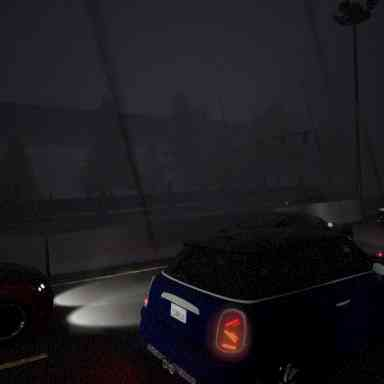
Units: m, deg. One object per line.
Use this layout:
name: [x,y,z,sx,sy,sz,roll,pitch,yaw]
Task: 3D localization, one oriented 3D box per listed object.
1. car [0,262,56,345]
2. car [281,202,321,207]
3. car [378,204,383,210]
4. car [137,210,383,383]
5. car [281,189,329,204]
car: [-4.320,1.565,4.971,4.181,1.385,1.994,0,0,-35]
car: [3.052,1.322,10.289,5.008,1.535,1.882,-3,1,-36]
car: [10.674,0.866,15.809,4.902,1.511,2.128,-4,2,-36]
car: [1.575,1.313,4.902,4.553,1.767,2.097,-1,1,-36]
car: [9.598,0.525,28.246,4.902,1.511,2.128,-4,2,-36]
